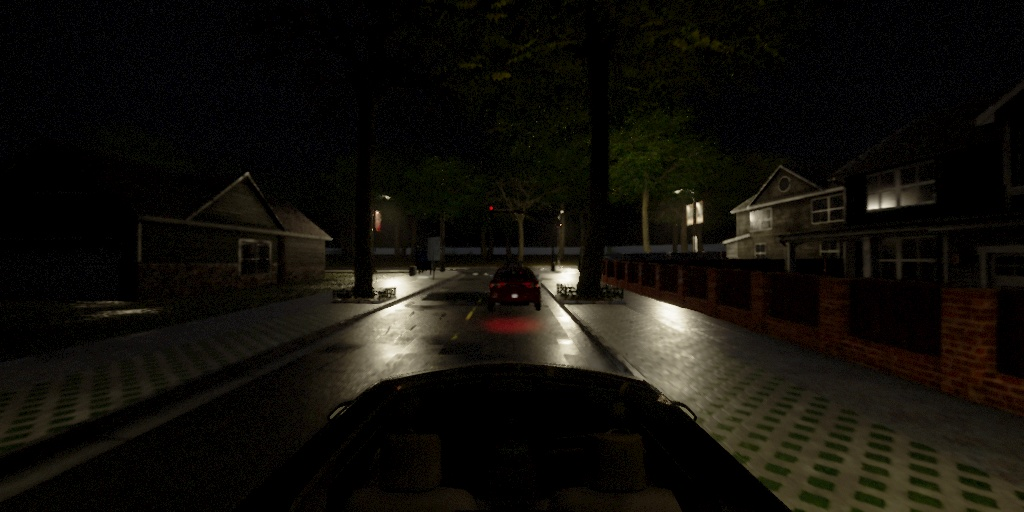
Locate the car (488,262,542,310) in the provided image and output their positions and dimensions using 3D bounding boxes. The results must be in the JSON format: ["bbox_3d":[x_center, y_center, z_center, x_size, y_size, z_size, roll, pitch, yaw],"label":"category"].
[{"bbox_3d":[0.094,1.147,14.270,1.882,1.535,5.008,0,0,0],"label":"car"}]
